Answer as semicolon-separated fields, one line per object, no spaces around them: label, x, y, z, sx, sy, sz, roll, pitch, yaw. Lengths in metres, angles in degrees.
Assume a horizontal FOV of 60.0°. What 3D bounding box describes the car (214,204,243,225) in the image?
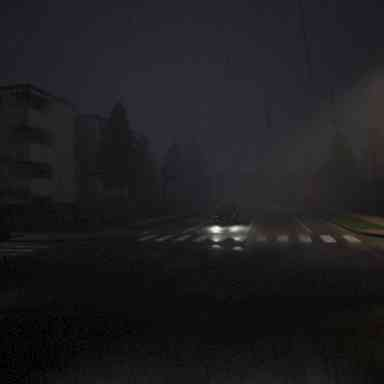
car;3.029;1.742;27.162;1.882;1.535;5.008;-2;-1;14
